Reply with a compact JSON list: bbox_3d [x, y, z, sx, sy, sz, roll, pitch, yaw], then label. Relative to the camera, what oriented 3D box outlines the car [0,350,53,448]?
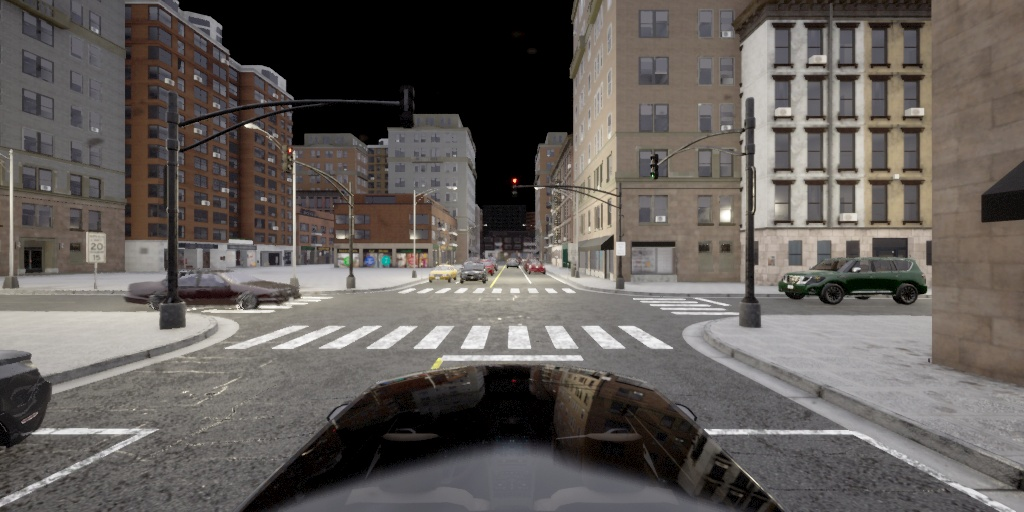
[{"bbox_3d":[-5.388,1.300,1.642,2.007,1.370,4.403,0,0,0],"label":"car"}]

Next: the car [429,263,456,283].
[{"bbox_3d":[-5.379,1.276,28.317,1.751,1.417,4.829,0,0,0],"label":"car"}]

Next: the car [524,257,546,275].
[{"bbox_3d":[2.651,1.191,39.808,1.967,1.591,4.097,0,0,0],"label":"car"}]

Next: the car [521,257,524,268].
[{"bbox_3d":[2.653,1.066,45.470,2.192,1.841,5.009,0,0,0],"label":"car"}]

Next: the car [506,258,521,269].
[{"bbox_3d":[0.114,1.317,58.538,1.994,1.385,4.181,0,0,1],"label":"car"}]

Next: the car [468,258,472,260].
[{"bbox_3d":[-5.372,1.302,45.473,2.007,1.370,4.403,0,0,0],"label":"car"}]

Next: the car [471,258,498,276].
[{"bbox_3d":[-2.839,1.229,37.536,1.882,1.535,5.008,0,0,0],"label":"car"}]

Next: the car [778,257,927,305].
[{"bbox_3d":[15.349,1.056,16.293,5.566,2.045,2.150,0,0,-2],"label":"car"}]

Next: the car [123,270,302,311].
[{"bbox_3d":[-11.043,1.249,13.454,5.357,1.411,2.033,0,0,-3],"label":"car"}]

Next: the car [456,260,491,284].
[{"bbox_3d":[-2.819,1.255,27.219,1.837,1.490,4.892,0,0,-1],"label":"car"}]

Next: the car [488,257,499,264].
[{"bbox_3d":[-2.820,1.257,47.952,1.837,1.490,4.892,0,0,0],"label":"car"}]
